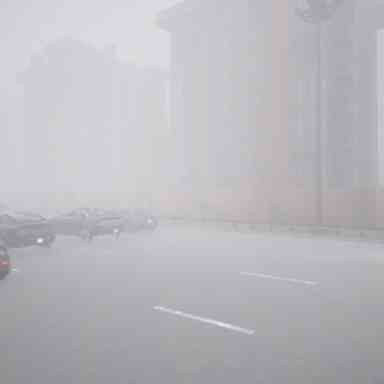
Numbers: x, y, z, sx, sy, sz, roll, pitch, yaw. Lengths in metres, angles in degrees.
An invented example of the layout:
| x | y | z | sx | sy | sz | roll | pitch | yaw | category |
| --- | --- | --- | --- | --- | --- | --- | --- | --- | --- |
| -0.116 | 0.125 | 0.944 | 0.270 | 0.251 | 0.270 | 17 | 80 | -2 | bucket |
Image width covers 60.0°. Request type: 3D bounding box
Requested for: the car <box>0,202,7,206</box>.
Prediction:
| x | y | z | sx | sy | sz | roll | pitch | yaw | category |
| --- | --- | --- | --- | --- | --- | --- | --- | --- | --- |
| -18.145 | 1.599 | 29.828 | 4.892 | 1.490 | 1.837 | 0 | 0 | 35 | car |

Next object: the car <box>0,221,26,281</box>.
| x | y | z | sx | sy | sz | roll | pitch | yaw | category |
| --- | --- | --- | --- | --- | --- | --- | --- | --- | --- |
| -6.466 | 1.555 | 8.587 | 4.674 | 1.442 | 1.812 | 0 | 0 | 35 | car |

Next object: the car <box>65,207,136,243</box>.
| x | y | z | sx | sy | sz | roll | pitch | yaw | category |
| --- | --- | --- | --- | --- | --- | --- | --- | --- | --- |
| -5.405 | 1.532 | 16.444 | 4.902 | 1.511 | 2.128 | 0 | 0 | 35 | car |

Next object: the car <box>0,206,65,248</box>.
| x | y | z | sx | sy | sz | roll | pitch | yaw | category |
| --- | --- | --- | --- | --- | --- | --- | --- | --- | --- |
| -7.582 | 1.546 | 13.698 | 4.892 | 1.490 | 1.837 | 0 | 0 | 35 | car |

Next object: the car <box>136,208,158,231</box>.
| x | y | z | sx | sy | sz | roll | pitch | yaw | category |
| --- | --- | --- | --- | --- | --- | --- | --- | --- | --- |
| -4.003 | 1.607 | 19.743 | 4.181 | 1.385 | 1.994 | 0 | 0 | 35 | car |
